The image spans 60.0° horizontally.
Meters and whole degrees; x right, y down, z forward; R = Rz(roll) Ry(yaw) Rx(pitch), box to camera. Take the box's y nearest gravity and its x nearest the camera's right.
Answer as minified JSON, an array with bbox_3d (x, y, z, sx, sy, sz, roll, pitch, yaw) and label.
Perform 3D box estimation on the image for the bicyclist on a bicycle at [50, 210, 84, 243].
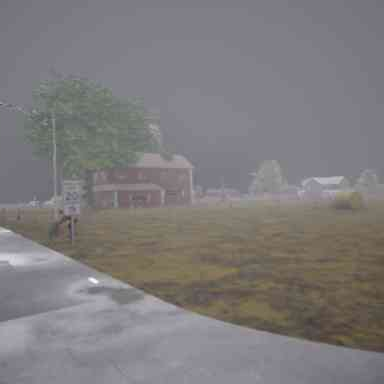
[{"bbox_3d":[-6.210,1.660,16.522,1.656,1.620,0.582,-1,-1,-37],"label":"bicyclist on a bicycle"}]
